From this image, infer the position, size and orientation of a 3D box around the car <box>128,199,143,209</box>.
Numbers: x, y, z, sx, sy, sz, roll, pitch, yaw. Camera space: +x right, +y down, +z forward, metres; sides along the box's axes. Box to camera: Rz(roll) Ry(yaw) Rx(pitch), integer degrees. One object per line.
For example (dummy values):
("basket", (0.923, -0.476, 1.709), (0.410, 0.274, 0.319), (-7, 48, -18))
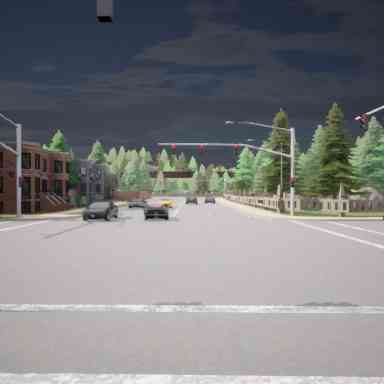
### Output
("car", (-7.130, 1.564, 43.940), (1.994, 1.385, 4.181), (0, 0, 0))

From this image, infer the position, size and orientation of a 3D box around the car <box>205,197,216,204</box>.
("car", (3.532, 1.564, 65.205), (1.994, 1.385, 4.181), (0, 0, 0))

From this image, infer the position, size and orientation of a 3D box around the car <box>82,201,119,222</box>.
("car", (-7.128, 1.477, 26.393), (1.882, 1.535, 5.008), (0, 0, 0))

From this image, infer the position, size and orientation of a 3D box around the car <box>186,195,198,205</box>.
("car", (-0.063, 1.352, 60.224), (2.097, 1.767, 4.553), (0, 0, 0))

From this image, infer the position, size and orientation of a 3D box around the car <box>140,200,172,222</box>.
("car", (-2.997, 1.601, 26.740), (1.895, 1.301, 4.718), (0, 0, -10))

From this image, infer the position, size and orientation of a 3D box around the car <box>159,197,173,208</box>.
("car", (-3.629, 1.477, 44.610), (1.882, 1.535, 5.008), (0, 0, 0))
